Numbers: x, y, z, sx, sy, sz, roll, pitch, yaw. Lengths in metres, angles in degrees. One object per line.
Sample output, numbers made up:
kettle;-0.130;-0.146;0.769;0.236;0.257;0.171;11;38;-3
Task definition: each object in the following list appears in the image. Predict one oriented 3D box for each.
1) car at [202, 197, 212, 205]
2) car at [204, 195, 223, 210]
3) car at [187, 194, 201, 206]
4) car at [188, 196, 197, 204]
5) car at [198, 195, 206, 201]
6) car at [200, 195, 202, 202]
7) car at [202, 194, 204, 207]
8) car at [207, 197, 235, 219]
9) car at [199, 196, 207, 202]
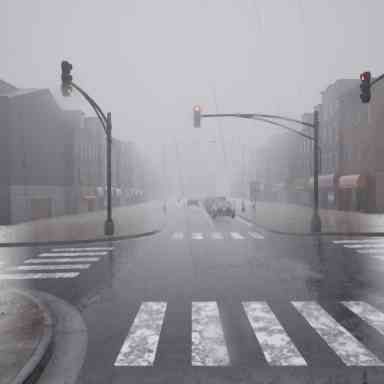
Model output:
car;2.732;1.652;62.275;1.752;1.417;4.829;-1;0;0
car;2.686;1.359;35.093;2.192;1.841;5.009;-1;0;0
car;0.191;1.609;55.894;1.837;1.490;4.892;0;0;0
car;0.199;1.656;68.829;1.837;1.490;4.892;0;0;1
car;2.784;1.708;94.520;1.967;1.590;4.097;-1;0;0
car;2.713;1.529;51.301;1.967;1.590;4.097;-1;0;0
car;2.694;1.372;40.496;2.192;1.841;5.009;-1;0;0
car;2.678;1.472;29.691;1.967;1.590;4.097;-1;0;0
car;2.768;1.797;83.714;1.802;1.307;4.206;-1;0;0
